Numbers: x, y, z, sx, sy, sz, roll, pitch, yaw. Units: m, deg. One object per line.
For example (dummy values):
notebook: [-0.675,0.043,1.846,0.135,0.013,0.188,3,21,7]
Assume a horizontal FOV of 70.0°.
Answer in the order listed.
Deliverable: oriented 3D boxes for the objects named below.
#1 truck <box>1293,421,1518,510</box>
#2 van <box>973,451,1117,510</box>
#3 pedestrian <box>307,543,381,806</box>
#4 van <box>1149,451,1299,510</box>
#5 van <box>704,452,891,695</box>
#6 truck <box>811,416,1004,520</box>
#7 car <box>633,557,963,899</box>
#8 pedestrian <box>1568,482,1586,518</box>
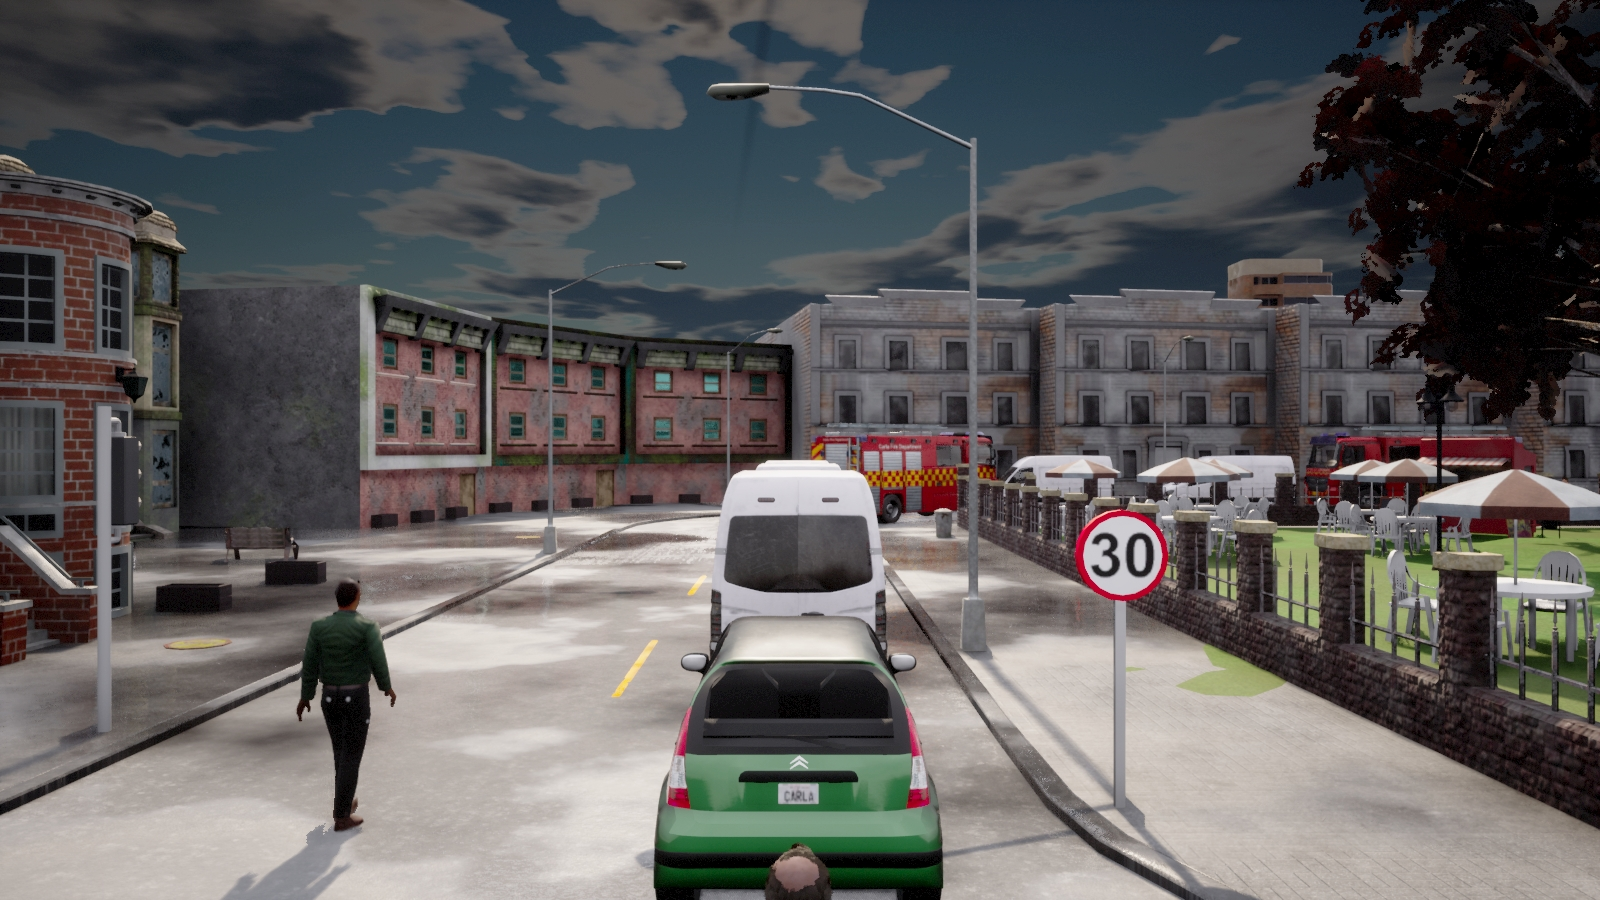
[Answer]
truck: [26.739,0.670,50.713,8.468,3.827,2.891,0,0,0]
van: [10.768,1.314,50.430,5.915,2.561,1.988,0,0,0]
pedestrian: [-3.354,1.628,8.414,0.375,1.860,0.375,0,0,7]
van: [18.656,1.314,50.452,5.915,2.561,1.988,0,0,0]
van: [-0.025,1.315,15.105,1.988,2.561,5.915,0,0,0]
truck: [4.502,0.672,46.247,8.468,3.827,2.891,0,0,-43]
car: [-0.015,1.779,8.404,1.851,1.617,3.988,0,0,0]
pedestrian: [28.359,1.805,41.705,0.375,1.300,0.375,0,0,0]
